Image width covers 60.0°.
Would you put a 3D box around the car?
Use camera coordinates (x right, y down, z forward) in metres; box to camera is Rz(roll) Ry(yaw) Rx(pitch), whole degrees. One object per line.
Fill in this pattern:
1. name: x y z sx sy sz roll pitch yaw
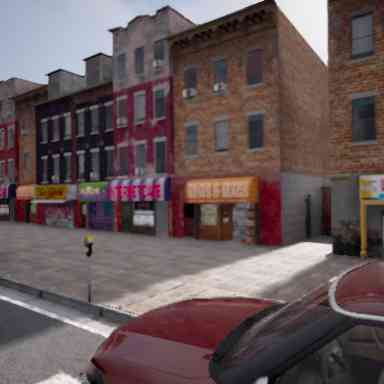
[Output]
1. car: 1.488 1.313 1.766 5.009 1.841 2.192 -1 -1 35
